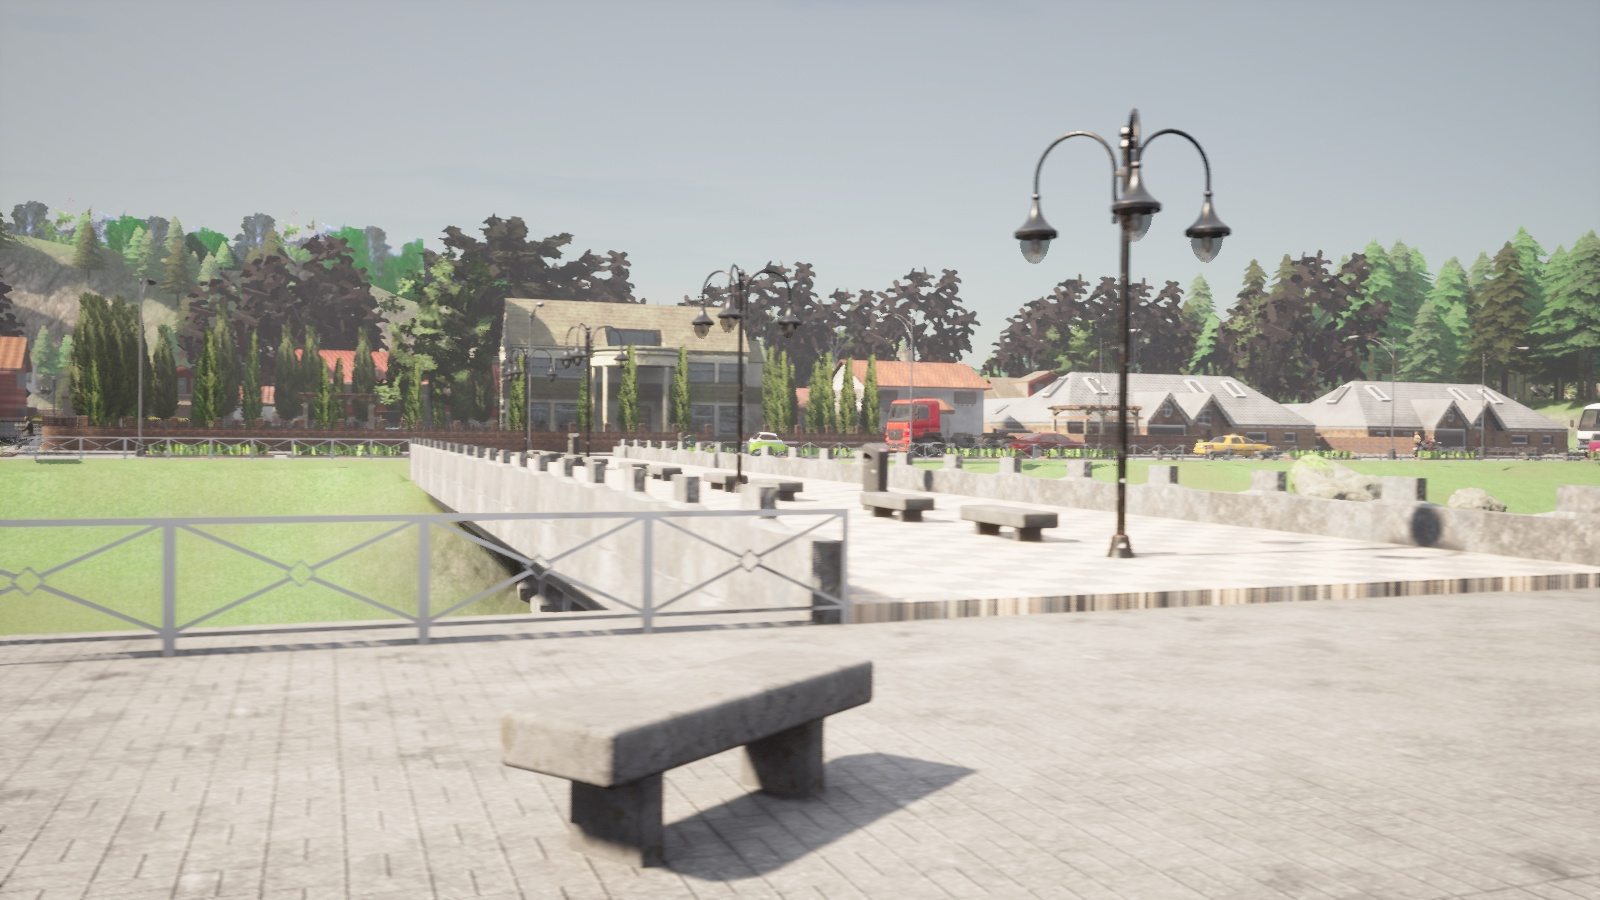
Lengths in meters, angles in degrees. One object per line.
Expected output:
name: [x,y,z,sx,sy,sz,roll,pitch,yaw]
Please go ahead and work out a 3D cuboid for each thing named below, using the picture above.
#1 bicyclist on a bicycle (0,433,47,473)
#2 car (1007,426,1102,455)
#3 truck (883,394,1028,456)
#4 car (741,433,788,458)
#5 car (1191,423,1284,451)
bicyclist on a bicycle: [-34.981,0.128,56.468,1.843,1.776,0.659,-1,1,-21]
car: [14.368,-0.534,70.917,5.008,1.535,1.882,-1,1,-21]
truck: [9.070,-1.473,73.174,7.936,3.462,2.891,-1,1,-21]
car: [-1.970,-0.249,68.997,2.207,1.376,1.481,-1,1,-21]
car: [26.262,-0.774,75.430,5.366,1.575,1.801,-1,1,-21]
